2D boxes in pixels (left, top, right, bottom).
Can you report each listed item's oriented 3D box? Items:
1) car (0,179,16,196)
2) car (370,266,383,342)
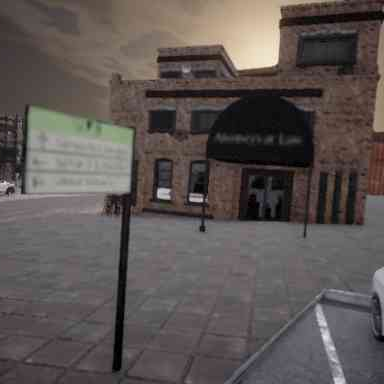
[{"bbox_3d":[-20.961,-0.622,34.392,2.150,2.045,5.566,5,4,16],"label":"car"},{"bbox_3d":[3.316,1.515,3.572,2.002,1.452,4.674,1,0,15],"label":"car"}]
